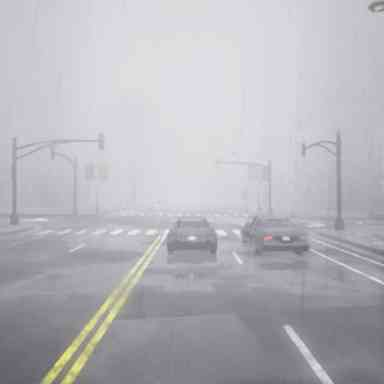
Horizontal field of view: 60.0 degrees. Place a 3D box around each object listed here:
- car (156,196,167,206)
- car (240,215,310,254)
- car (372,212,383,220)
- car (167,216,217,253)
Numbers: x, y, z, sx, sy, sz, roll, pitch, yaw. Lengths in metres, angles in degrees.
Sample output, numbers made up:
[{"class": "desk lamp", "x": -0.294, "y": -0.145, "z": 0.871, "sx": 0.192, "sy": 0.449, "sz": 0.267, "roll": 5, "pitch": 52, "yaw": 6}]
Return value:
[{"class": "car", "x": -6.480, "y": 2.136, "z": 71.768, "sx": 1.837, "sy": 1.490, "sz": 4.892, "roll": 0, "pitch": 0, "yaw": 0}, {"class": "car", "x": 3.254, "y": 1.679, "z": 13.995, "sx": 2.033, "sy": 1.411, "sz": 5.357, "roll": 0, "pitch": -1, "yaw": 0}, {"class": "car", "x": 20.601, "y": 2.150, "z": 33.034, "sx": 4.829, "sy": 1.417, "sz": 1.752, "roll": 1, "pitch": -1, "yaw": 0}, {"class": "car", "x": 0.006, "y": 1.699, "z": 14.312, "sx": 1.994, "sy": 1.385, "sz": 4.181, "roll": 0, "pitch": 0, "yaw": 0}]
